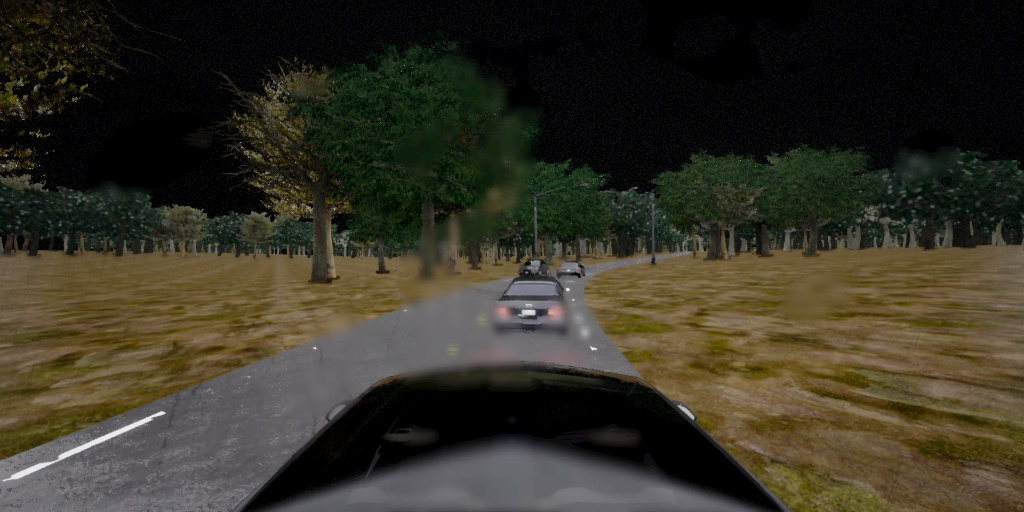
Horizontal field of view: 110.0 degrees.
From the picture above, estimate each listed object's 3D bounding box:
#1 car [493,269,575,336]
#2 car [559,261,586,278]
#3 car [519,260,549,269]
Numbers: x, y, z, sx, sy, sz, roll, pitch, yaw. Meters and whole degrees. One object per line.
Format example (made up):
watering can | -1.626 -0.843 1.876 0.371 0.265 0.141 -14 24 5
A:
car | 0.688 1.280 10.384 2.033 1.411 5.357 0 0 7
car | 5.229 1.126 31.162 1.994 1.385 4.181 0 0 18
car | 1.949 1.095 31.436 1.837 1.490 4.892 -1 0 19
